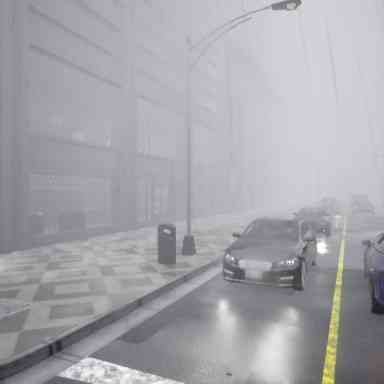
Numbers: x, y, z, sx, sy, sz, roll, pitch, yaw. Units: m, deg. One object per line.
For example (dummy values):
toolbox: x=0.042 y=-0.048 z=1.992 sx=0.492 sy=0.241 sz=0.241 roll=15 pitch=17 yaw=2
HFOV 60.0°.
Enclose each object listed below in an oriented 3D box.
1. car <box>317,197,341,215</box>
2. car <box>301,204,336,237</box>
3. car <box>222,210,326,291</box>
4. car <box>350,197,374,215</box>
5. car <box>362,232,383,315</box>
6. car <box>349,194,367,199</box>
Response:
car: x=14.017 y=1.359 z=33.961 sx=2.097 sy=1.767 sz=4.553 roll=0 pitch=0 yaw=26
car: x=6.610 y=1.567 z=18.316 sx=1.994 sy=1.385 sz=4.181 roll=0 pitch=0 yaw=25
car: x=2.358 y=1.492 z=9.285 sx=2.128 sy=1.511 sz=4.902 roll=0 pitch=0 yaw=25
car: x=17.507 y=1.558 z=34.076 sx=2.033 sy=1.411 sz=5.357 roll=0 pitch=0 yaw=26
car: x=4.707 y=1.527 z=6.990 sx=1.812 sy=1.442 sz=4.674 roll=0 pitch=0 yaw=25
car: x=21.925 y=1.236 z=43.570 sx=2.150 sy=2.045 sz=5.566 roll=0 pitch=0 yaw=25
